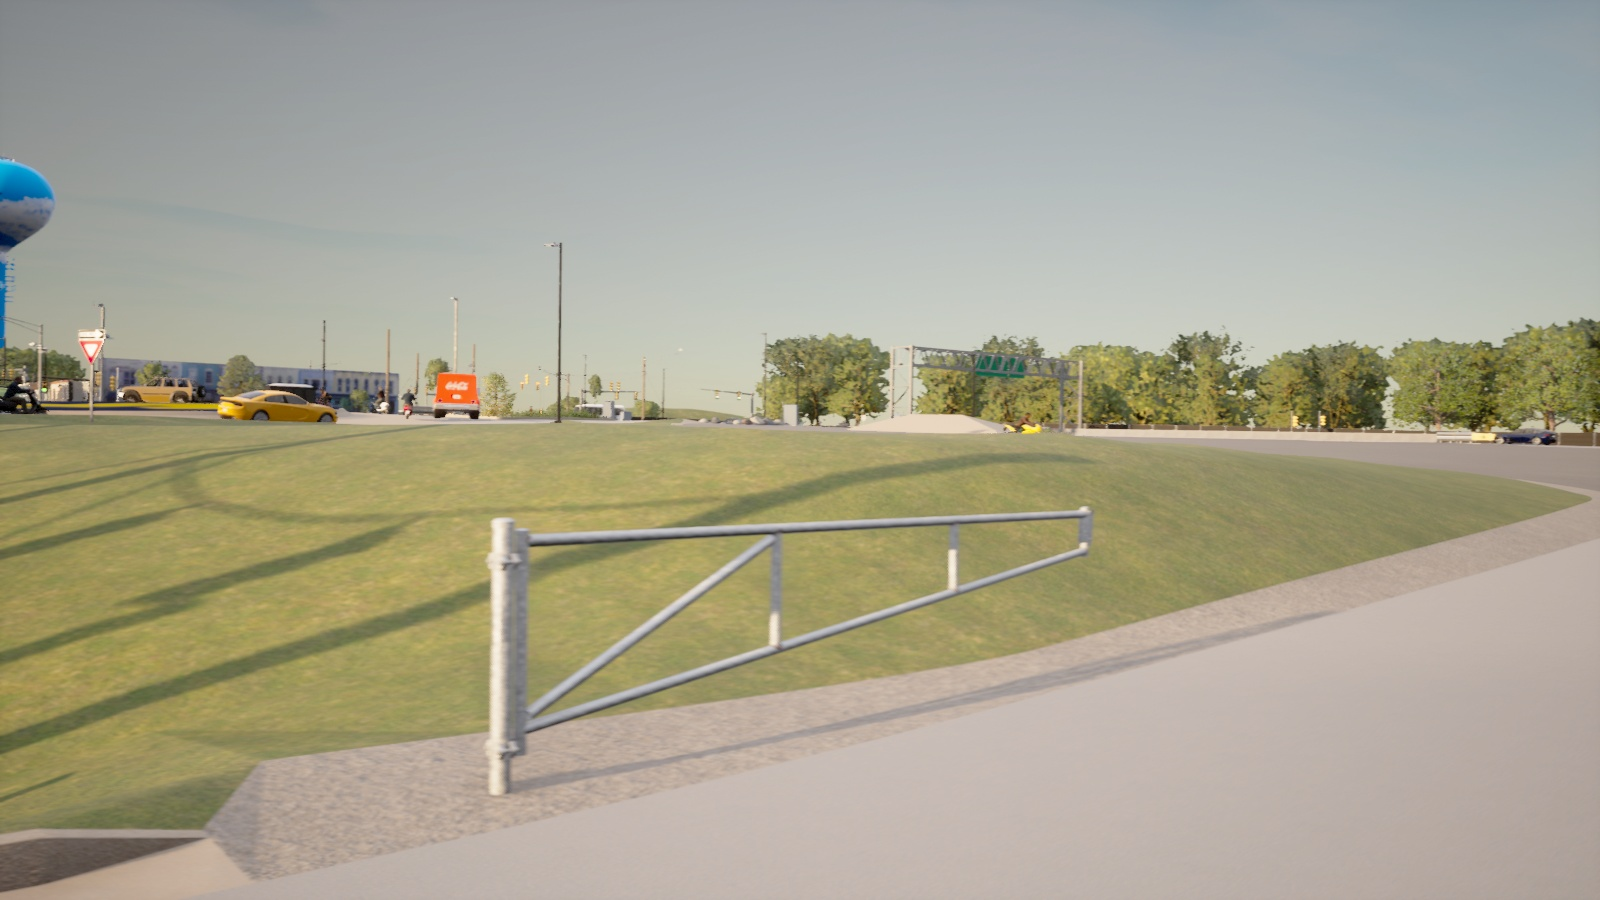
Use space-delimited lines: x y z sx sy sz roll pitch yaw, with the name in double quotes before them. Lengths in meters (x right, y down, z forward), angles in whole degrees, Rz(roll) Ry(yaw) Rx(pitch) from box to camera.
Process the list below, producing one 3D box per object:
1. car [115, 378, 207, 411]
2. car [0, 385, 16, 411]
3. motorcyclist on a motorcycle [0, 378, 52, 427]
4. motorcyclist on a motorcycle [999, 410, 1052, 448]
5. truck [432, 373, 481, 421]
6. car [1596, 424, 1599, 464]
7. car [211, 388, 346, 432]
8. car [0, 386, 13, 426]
"car" -38.785 -3.359 76.271 4.605 1.855 1.932 1 1 -6
"car" -50.103 -3.135 75.795 4.514 1.525 2.007 -1 1 -38
"motorcyclist on a motorcycle" -26.982 -1.641 43.424 1.817 1.590 0.866 1 -2 -35
"motorcyclist on a motorcycle" 9.697 -0.914 53.979 2.044 1.523 0.797 3 3 35
"truck" -19.895 -2.999 72.964 2.627 2.467 5.204 1 -1 -14
"car" 33.093 -0.137 48.316 3.705 1.549 1.789 2 3 -4
"car" -22.168 -1.663 53.559 1.882 1.535 5.008 8 4 35
"car" -31.825 -1.642 46.058 4.674 1.442 1.812 0 3 -14
